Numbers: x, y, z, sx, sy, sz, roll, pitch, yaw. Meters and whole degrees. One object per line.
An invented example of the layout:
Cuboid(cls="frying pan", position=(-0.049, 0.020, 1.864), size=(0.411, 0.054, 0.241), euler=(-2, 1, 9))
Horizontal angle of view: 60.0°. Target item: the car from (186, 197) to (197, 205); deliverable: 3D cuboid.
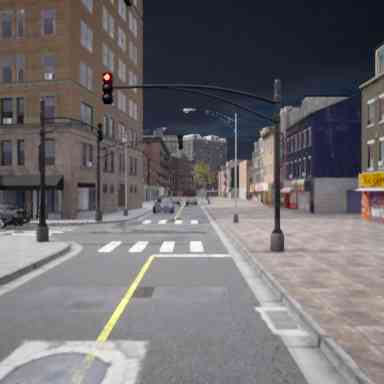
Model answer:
Cuboid(cls="car", position=(-0.064, 1.567, 57.169), size=(1.994, 1.385, 4.181), euler=(0, 0, 0))

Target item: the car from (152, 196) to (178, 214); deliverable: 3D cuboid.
Cuboid(cls="car", position=(-2.887, 1.349, 34.771), size=(2.097, 1.767, 4.553), euler=(0, 0, 0))

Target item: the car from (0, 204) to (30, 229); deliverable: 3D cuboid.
Cuboid(cls="car", position=(-12.969, 1.556, 21.423), size=(4.892, 1.490, 1.837), euler=(0, 0, 9))

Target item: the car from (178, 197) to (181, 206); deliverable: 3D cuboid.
Cuboid(cls="car", position=(-2.891, 1.508, 56.720), size=(1.837, 1.490, 4.892), euler=(0, 0, 0))
